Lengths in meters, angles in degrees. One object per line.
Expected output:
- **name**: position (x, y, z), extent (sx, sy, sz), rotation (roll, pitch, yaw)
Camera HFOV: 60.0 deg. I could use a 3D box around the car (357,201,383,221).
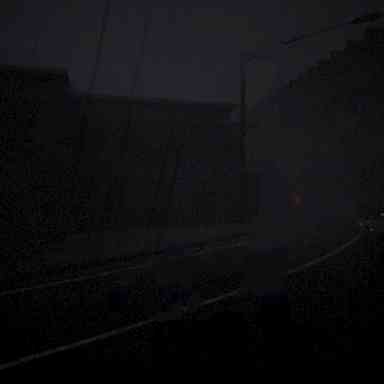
- **car**: position (13.457, 1.356, 24.409), extent (1.994, 1.385, 4.181), rotation (0, -1, 17)
